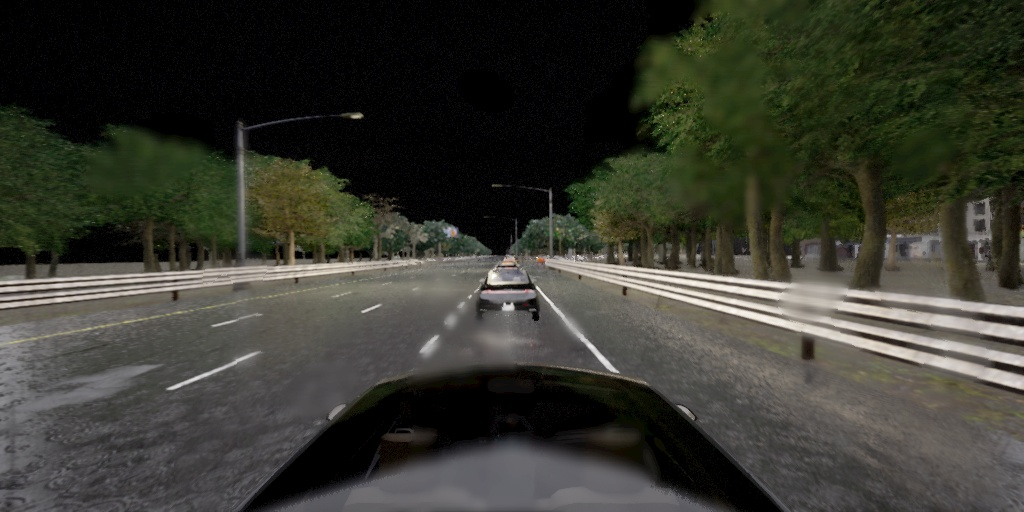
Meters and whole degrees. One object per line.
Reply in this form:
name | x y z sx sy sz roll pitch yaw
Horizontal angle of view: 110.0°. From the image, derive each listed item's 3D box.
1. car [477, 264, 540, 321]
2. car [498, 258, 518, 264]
car | -0.137 1.196 12.232 2.128 1.511 4.902 -1 0 -1
car | -0.407 1.122 29.208 2.128 1.511 4.902 -1 0 -1
